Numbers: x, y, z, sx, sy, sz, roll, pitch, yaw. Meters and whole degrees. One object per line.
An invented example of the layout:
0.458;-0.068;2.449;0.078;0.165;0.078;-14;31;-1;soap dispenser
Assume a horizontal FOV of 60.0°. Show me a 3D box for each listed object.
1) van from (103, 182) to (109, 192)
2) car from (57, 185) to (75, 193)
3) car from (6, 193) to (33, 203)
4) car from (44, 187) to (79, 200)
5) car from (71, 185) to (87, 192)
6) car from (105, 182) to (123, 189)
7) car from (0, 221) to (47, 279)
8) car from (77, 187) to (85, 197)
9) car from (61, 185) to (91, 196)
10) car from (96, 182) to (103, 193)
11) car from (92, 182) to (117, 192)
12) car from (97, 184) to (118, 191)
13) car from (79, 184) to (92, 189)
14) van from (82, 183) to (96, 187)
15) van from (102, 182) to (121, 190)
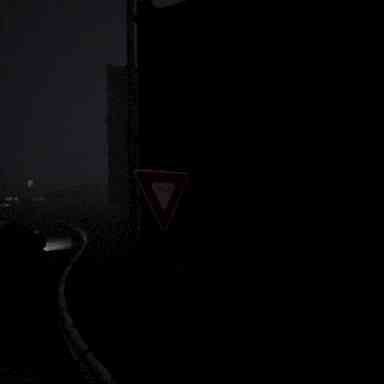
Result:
-21.060;-0.843;72.329;4.442;1.987;1.878;-2;4;-18;van
-29.077;-0.722;76.712;2.128;1.511;4.902;-1;3;2;car
-26.416;0.881;51.218;1.895;1.301;4.718;-1;3;2;car
-21.501;0.473;54.154;4.892;1.521;2.231;-2;3;-18;car
-25.844;-0.834;76.191;1.882;1.535;5.008;-1;3;2;car
-20.527;-1.658;87.565;4.553;1.767;2.185;-2;3;-18;car
-5.966;1.600;10.011;2.033;1.411;5.357;-1;1;-10;car
-21.399;0.330;57.191;4.674;1.452;2.002;-2;4;-18;car
-21.487;0.110;60.168;5.366;1.575;1.946;-2;4;-18;car
-21.157;-0.507;66.276;5.566;2.045;2.435;-2;4;-18;car
-20.744;-1.238;78.459;5.566;2.045;2.435;-2;3;-18;car
-20.681;-1.167;81.499;4.892;1.521;2.231;-2;3;-18;car
-28.690;-1.519;89.699;1.895;1.301;4.718;-1;3;2;car
-21.112;-0.303;63.293;4.442;1.987;1.878;-2;3;-18;van
-20.479;-1.580;84.567;4.442;1.987;1.878;-2;3;-18;van
